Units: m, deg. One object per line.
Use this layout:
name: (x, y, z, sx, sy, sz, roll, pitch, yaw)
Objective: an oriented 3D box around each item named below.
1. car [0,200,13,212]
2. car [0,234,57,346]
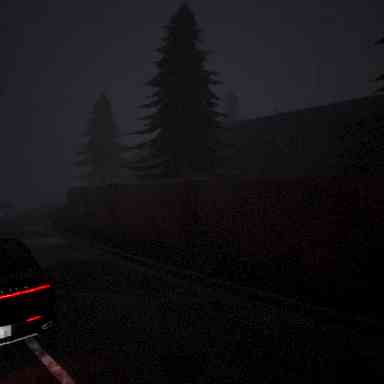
car: (-22.309, 1.610, 38.595, 1.895, 1.301, 4.718, -1, 0, -15)
car: (-3.962, 1.508, 5.968, 1.837, 1.490, 4.892, -1, 0, -40)
